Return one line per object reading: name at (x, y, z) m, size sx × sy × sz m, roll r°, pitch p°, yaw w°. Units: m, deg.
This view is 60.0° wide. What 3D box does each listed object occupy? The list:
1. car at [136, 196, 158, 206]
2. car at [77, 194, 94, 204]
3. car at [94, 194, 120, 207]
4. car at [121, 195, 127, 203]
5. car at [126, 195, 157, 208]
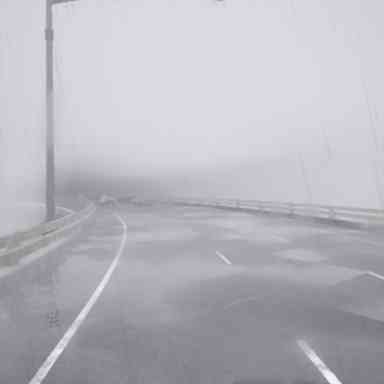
car at (-7.174, 1.316, 52.559) m, size 1.812 × 1.442 × 4.674 m, roll 0°, pitch 0°, yaw -31°
car at (-18.471, 1.184, 57.389) m, size 2.097 × 1.767 × 4.553 m, roll -1°, pitch 0°, yaw -37°
car at (-11.995, 1.372, 46.719) m, size 1.812 × 1.442 × 4.674 m, roll 0°, pitch 0°, yaw -28°
car at (-12.617, 1.289, 61.249) m, size 1.837 × 1.490 × 4.892 m, roll -1°, pitch 0°, yaw -37°
car at (-6.633, 1.320, 43.807) m, size 2.128 × 1.511 × 4.902 m, roll 0°, pitch 0°, yaw -25°
